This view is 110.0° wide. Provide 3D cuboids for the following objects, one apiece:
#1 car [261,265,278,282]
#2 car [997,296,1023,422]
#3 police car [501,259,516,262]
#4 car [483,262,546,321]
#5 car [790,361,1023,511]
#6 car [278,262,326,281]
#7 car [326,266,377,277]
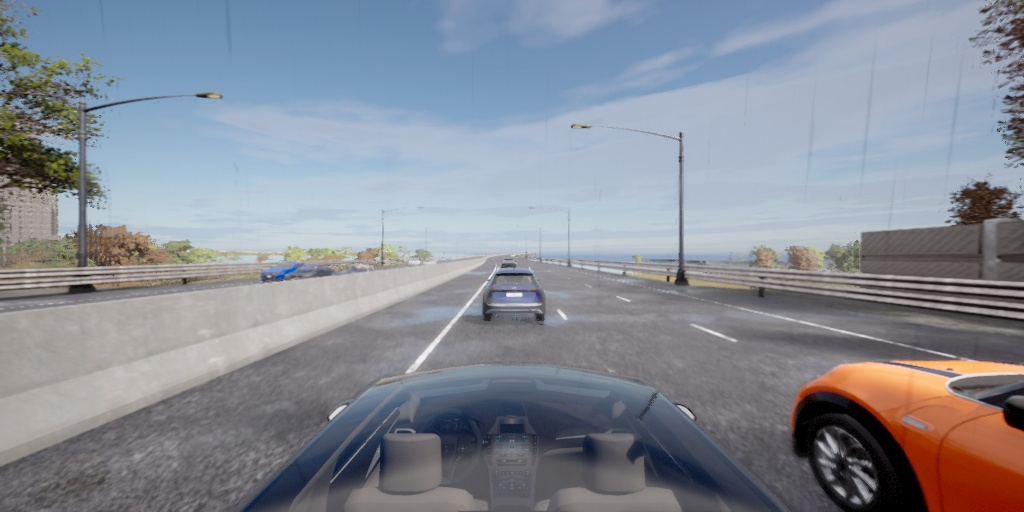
[{"bbox_3d":[-17.818,1.228,28.733,1.882,1.535,5.008,0,0,-1],"label":"car"},{"bbox_3d":[7.091,1.252,2.121,1.837,1.490,4.892,0,0,0],"label":"car"},{"bbox_3d":[-0.415,1.160,43.738,1.930,1.638,5.238,0,0,-1],"label":"police car"},{"bbox_3d":[0.055,1.179,12.529,2.033,1.649,4.856,0,0,0],"label":"car"},{"bbox_3d":[3.594,1.102,1.374,2.097,1.767,4.553,0,0,0],"label":"car"},{"bbox_3d":[-14.276,1.314,25.688,1.994,1.385,4.181,0,0,-1],"label":"car"},{"bbox_3d":[-10.767,1.348,25.137,1.895,1.301,4.718,0,0,-1],"label":"car"}]
